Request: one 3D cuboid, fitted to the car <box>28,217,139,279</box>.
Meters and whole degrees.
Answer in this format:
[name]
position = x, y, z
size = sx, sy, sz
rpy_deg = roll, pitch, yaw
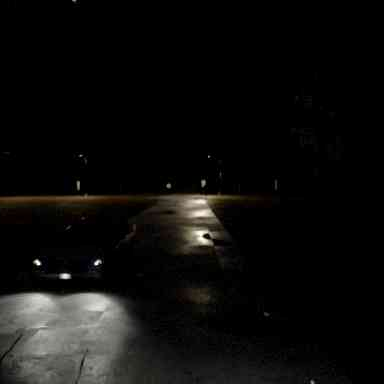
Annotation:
[car]
position = -2.849, 1.490, 10.133
size = 2.033, 1.411, 5.357
rpy_deg = 0, 1, 0
